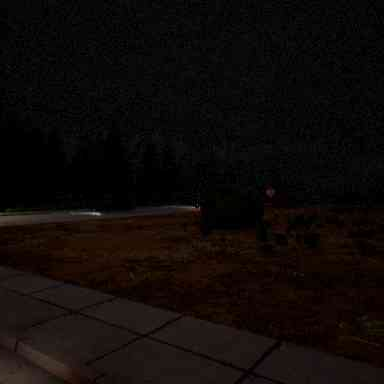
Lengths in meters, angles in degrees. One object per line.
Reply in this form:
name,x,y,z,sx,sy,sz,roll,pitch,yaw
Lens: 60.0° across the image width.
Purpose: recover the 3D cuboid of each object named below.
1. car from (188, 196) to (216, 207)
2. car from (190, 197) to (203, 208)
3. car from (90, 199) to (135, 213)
car,1.609,1.497,52.557,1.882,1.535,5.008,0,0,37
car,2.195,1.526,47.239,1.837,1.490,4.892,0,0,36
car,-9.054,1.567,38.241,2.033,1.411,5.357,0,0,37
